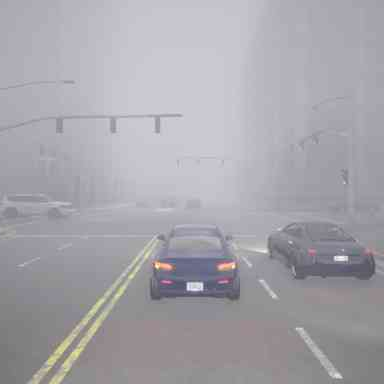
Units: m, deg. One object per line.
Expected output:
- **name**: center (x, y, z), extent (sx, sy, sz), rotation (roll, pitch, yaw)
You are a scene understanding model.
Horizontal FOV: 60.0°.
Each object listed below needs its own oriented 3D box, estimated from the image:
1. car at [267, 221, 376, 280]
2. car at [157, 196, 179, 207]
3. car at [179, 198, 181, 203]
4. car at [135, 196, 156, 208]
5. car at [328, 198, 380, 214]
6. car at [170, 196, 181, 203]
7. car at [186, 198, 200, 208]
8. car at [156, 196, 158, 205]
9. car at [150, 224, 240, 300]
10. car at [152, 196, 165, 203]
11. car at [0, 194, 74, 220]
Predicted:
- **car**: center (3.593, 1.564, 9.992), extent (1.994, 1.385, 4.181), rotation (0, 0, 0)
- **car**: center (-3.489, 1.492, 49.659), extent (2.128, 1.511, 4.902), rotation (0, 0, 0)
- **car**: center (-3.448, 1.478, 59.250), extent (1.882, 1.535, 5.008), rotation (0, 0, 0)
- **car**: center (-6.994, 1.547, 48.452), extent (2.033, 1.411, 5.357), rotation (0, 0, 0)
- **car**: center (16.780, 1.422, 34.500), extent (5.008, 1.535, 1.882), rotation (0, 0, 0)
- **car**: center (-3.351, 1.564, 69.253), extent (1.994, 1.385, 4.181), rotation (0, 0, 0)
- **car**: center (0.176, 1.564, 47.144), extent (1.994, 1.385, 4.181), rotation (0, 0, 0)
- **car**: center (-6.957, 1.505, 58.186), extent (1.837, 1.490, 4.892), rotation (0, 0, 0)
- **car**: center (0.077, 1.526, 8.256), extent (1.812, 1.442, 4.674), rotation (0, 0, 1)
- **car**: center (-6.857, 1.547, 68.633), extent (2.033, 1.411, 5.357), rotation (0, 0, 0)
- **car**: center (-12.534, 1.177, 27.010), extent (5.566, 2.045, 2.150), rotation (0, 0, -1)
